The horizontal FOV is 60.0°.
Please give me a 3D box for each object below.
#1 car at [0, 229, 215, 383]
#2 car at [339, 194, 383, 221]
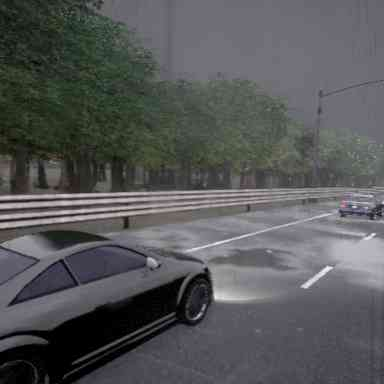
[{"bbox_3d":[-1.425,1.216,4.378,1.994,1.385,4.181,5,4,36],"label":"car"},{"bbox_3d":[10.605,0.862,20.615,2.033,1.411,5.357,5,4,37],"label":"car"}]
